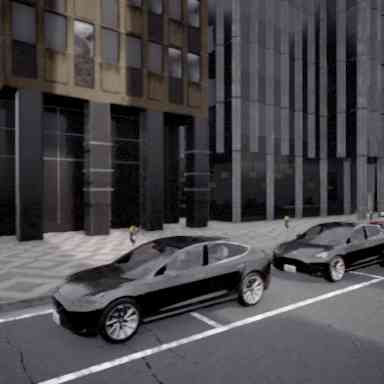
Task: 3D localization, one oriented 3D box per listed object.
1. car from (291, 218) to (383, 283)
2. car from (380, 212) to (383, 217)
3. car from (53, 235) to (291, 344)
[{"bbox_3d":[4.259,1.562,9.695,4.313,1.339,1.947,0,0,-36],"label":"car"},{"bbox_3d":[8.845,1.309,12.971,5.009,1.841,2.192,0,0,-36],"label":"car"},{"bbox_3d":[-0.329,1.565,6.420,4.313,1.339,1.947,0,0,-36],"label":"car"}]
